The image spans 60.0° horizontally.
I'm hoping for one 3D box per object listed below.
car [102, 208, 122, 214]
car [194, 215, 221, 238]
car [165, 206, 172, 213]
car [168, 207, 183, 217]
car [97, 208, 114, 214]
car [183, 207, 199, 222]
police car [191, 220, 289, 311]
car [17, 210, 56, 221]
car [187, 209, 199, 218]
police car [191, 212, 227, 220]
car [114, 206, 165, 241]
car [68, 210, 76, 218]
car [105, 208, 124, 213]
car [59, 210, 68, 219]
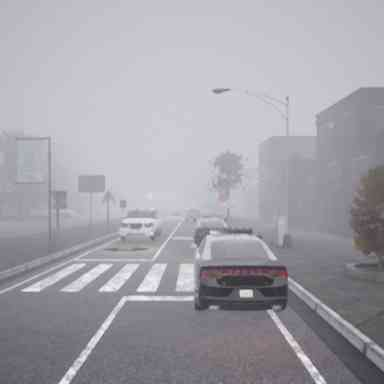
[{"bbox_3d":[-21.544,5.020,89.885,5.008,1.535,2.097,0,-2,0],"label":"car"},{"bbox_3d":[1.063,2.472,24.552,1.812,1.442,4.674,0,-2,0],"label":"car"},{"bbox_3d":[-8.467,4.893,87.015,4.892,1.521,2.231,0,-2,0],"label":"car"},{"bbox_3d":[-3.018,4.121,64.376,1.895,1.301,4.718,0,-2,1],"label":"car"},{"bbox_3d":[-21.562,4.778,84.322,5.008,1.535,2.097,0,-2,0],"label":"car"},{"bbox_3d":[0.208,3.173,46.669,2.097,1.767,4.553,0,-2,1],"label":"car"},{"bbox_3d":[0.999,1.745,8.664,1.930,1.638,5.238,0,-2,0],"label":"police car"},{"bbox_3d":[-21.768,3.295,46.168,4.674,1.452,2.002,0,-2,0],"label":"car"},{"bbox_3d":[0.251,3.898,60.102,2.033,1.411,5.357,0,-2,0],"label":"car"},{"bbox_3d":[1.036,2.136,18.666,1.930,1.638,5.238,0,-2,0],"label":"police car"},{"bbox_3d":[-3.274,2.072,22.140,2.150,2.045,5.566,0,-2,0],"label":"car"},{"bbox_3d":[-21.742,3.515,52.714,5.008,1.535,2.097,0,-2,0],"label":"car"},{"bbox_3d":[-21.527,5.187,92.668,4.674,1.452,2.002,0,-3,0],"label":"car"},{"bbox_3d":[-21.748,3.386,49.443,4.892,1.521,2.231,0,-2,0],"label":"car"}]
